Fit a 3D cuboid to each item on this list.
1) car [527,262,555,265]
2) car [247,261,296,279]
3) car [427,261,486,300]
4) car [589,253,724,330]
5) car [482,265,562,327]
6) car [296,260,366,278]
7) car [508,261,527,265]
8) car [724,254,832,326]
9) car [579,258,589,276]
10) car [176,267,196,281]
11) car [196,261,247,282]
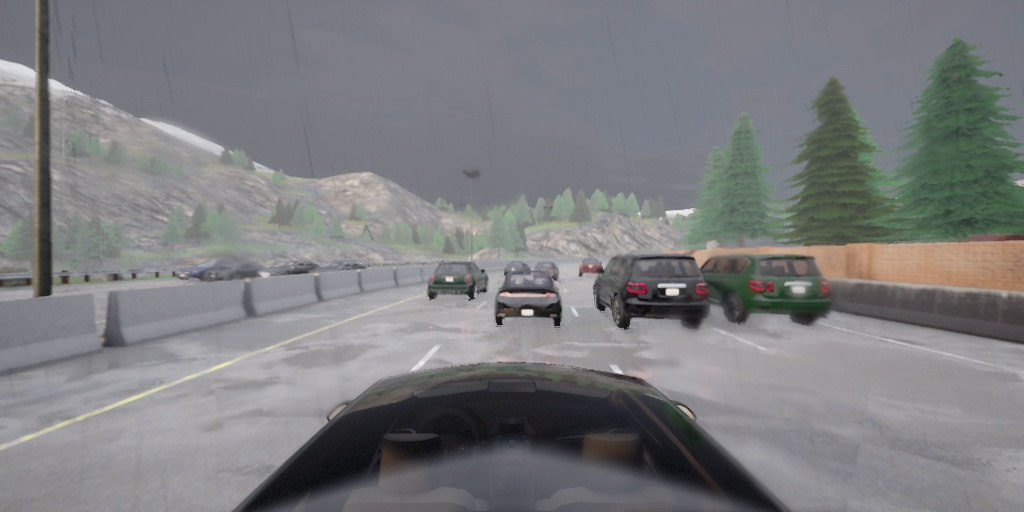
[{"bbox_3d":[2.769,1.182,28.937,2.033,1.411,5.357,0,0,11],"label":"car"},{"bbox_3d":[-15.675,1.076,25.636,2.128,1.511,4.902,0,0,9],"label":"car"},{"bbox_3d":[-2.431,1.021,17.277,2.097,1.767,4.553,0,0,6],"label":"car"},{"bbox_3d":[4.010,0.942,11.240,2.150,2.045,5.566,0,0,4],"label":"car"},{"bbox_3d":[0.542,1.198,11.379,2.128,1.511,4.902,0,0,4],"label":"car"},{"bbox_3d":[-12.209,1.091,25.192,2.128,1.511,4.902,0,0,9],"label":"car"},{"bbox_3d":[0.548,1.162,35.218,1.994,1.385,4.181,0,0,12],"label":"car"},{"bbox_3d":[7.560,0.951,11.876,2.150,2.045,5.566,0,0,4],"label":"car"},{"bbox_3d":[7.691,0.976,34.988,2.097,1.767,4.553,0,0,13],"label":"car"},{"bbox_3d":[-22.519,1.079,27.199,1.812,1.442,4.674,0,0,9],"label":"car"},{"bbox_3d":[-19.236,1.137,25.396,1.994,1.385,4.181,0,0,8],"label":"car"}]
